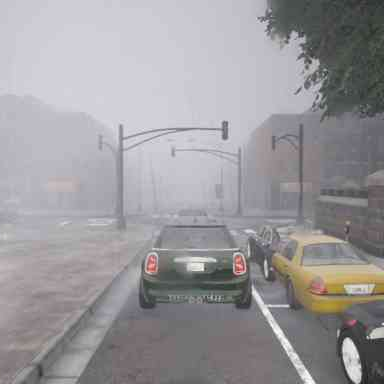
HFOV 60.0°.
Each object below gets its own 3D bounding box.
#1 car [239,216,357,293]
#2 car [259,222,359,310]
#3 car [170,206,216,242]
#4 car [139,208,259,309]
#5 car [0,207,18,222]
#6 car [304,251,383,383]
[{"bbox_3d":[2.668,1.548,9.622,2.008,1.369,4.403,-1,0,0],"label":"car"},{"bbox_3d":[2.688,1.523,7.648,1.752,1.417,4.829,-1,0,0],"label":"car"},{"bbox_3d":[0.042,1.555,17.464,2.033,1.411,5.357,0,0,0],"label":"car"},{"bbox_3d":[0.080,1.350,8.030,2.097,1.767,4.553,0,0,0],"label":"car"},{"bbox_3d":[-14.718,1.426,23.129,4.892,1.490,1.837,1,1,0],"label":"car"},{"bbox_3d":[2.626,1.550,2.486,2.008,1.369,4.403,-1,0,0],"label":"car"}]
